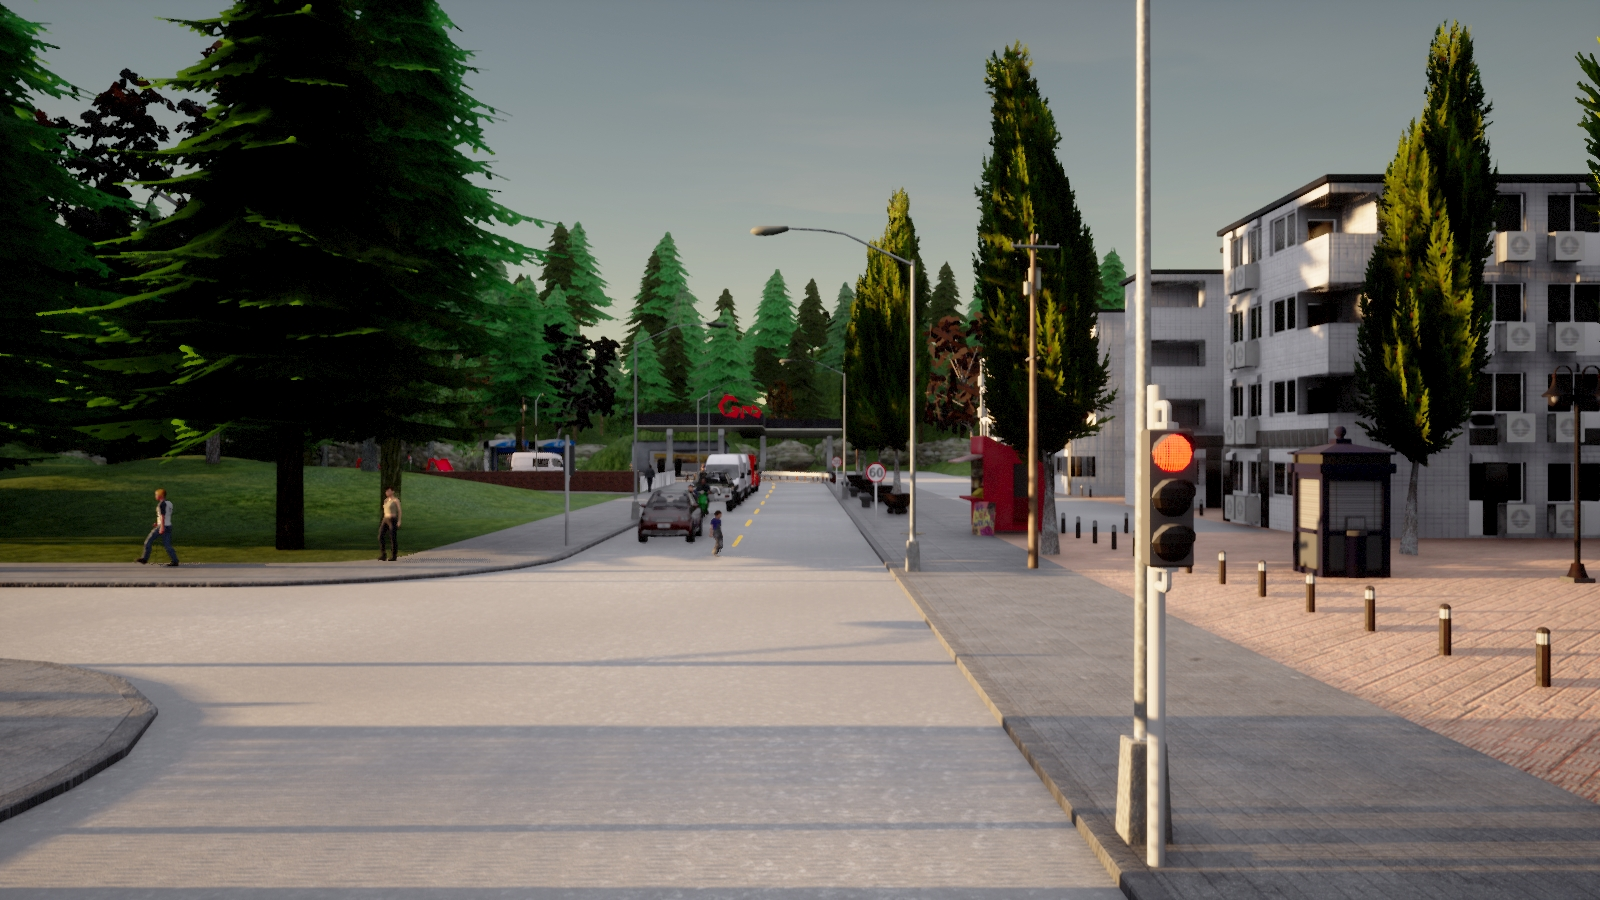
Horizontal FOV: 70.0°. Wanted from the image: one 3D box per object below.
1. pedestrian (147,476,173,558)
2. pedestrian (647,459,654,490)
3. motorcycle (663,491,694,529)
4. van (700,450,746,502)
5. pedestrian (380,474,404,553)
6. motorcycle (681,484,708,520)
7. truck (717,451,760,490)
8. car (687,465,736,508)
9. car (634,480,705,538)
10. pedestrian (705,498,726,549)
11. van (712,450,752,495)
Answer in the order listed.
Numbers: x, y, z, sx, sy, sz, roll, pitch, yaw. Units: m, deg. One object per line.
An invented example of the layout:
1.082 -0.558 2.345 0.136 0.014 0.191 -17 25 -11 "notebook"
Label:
-14.620 1.520 26.101 0.375 1.860 0.375 0 0 -3 "pedestrian"
-9.283 1.513 70.764 0.375 1.860 0.375 0 0 3 "pedestrian"
-4.023 1.986 37.894 0.803 1.145 2.033 0 0 0 "motorcycle"
-3.997 1.304 60.156 1.988 2.561 5.915 0 0 0 "van"
-9.766 1.521 27.365 0.375 1.860 0.375 0 0 22 "pedestrian"
-3.993 1.955 43.245 0.856 1.236 1.805 0 0 0 "motorcycle"
-4.021 1.336 75.255 2.627 2.467 5.204 0 0 -1 "truck"
-4.052 1.635 53.088 1.932 1.855 4.605 0 0 0 "car"
-4.004 1.792 35.559 1.789 1.549 3.705 0 1 0 "car"
-2.197 1.903 29.729 0.375 1.300 0.375 0 0 31 "pedestrian"
-3.986 1.303 67.851 1.988 2.561 5.915 0 0 0 "van"
